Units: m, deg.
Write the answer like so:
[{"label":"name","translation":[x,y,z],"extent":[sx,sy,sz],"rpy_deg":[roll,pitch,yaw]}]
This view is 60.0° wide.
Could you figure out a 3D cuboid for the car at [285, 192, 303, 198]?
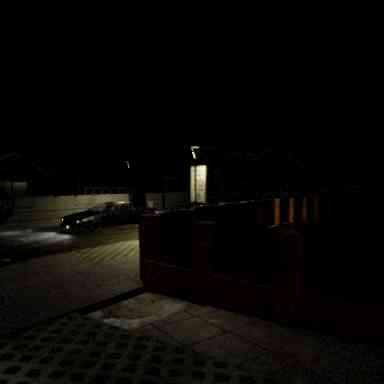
[{"label":"car","translation":[10.154,0.757,32.878],"extent":[5.008,1.535,1.882],"rpy_deg":[-1,2,-42]}]

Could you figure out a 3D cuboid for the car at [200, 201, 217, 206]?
[{"label":"car","translation":[2.674,1.080,25.603],"extent":[1.895,1.301,4.718],"rpy_deg":[1,2,44]}]

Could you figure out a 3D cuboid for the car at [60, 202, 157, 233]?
[{"label":"car","translation":[-4.230,1.238,17.952],"extent":[2.033,1.411,5.357],"rpy_deg":[1,2,41]}]

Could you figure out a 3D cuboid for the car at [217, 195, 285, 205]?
[{"label":"car","translation":[4.166,1.037,22.890],"extent":[1.837,1.490,4.892],"rpy_deg":[1,2,43]}]
